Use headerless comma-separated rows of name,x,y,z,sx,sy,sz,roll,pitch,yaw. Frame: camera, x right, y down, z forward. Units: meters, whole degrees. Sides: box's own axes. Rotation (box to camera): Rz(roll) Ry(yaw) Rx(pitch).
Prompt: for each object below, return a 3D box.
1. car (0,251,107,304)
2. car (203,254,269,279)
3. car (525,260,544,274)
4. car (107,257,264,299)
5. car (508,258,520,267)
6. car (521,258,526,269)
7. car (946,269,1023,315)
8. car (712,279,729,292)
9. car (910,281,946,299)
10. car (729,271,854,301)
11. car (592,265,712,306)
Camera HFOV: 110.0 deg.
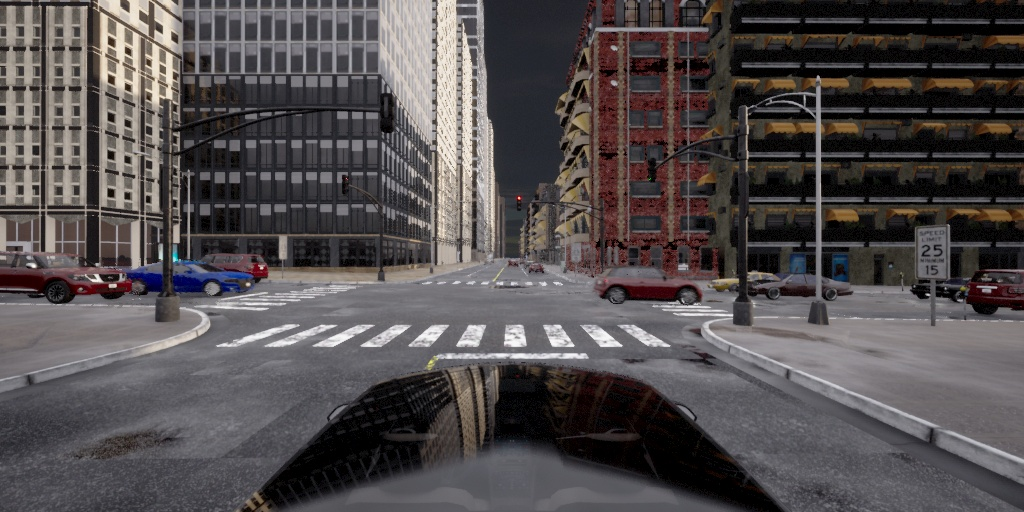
car,-17.558,0.757,13.469,5.009,1.841,2.192,0,0,0
car,-17.681,0.776,21.848,5.009,1.841,2.192,0,0,0
car,2.799,1.341,41.798,1.802,1.307,4.207,0,0,0
car,-14.523,0.983,16.200,5.008,1.535,1.882,1,0,-3
car,0.191,1.252,65.093,1.882,1.535,5.008,0,0,0
car,2.767,1.317,54.715,2.007,1.370,4.403,0,0,0
car,20.616,1.461,13.778,5.009,1.841,2.192,0,0,0
car,14.660,1.587,22.083,4.829,1.417,1.751,0,0,0
car,24.889,1.839,19.567,4.718,1.301,1.895,1,0,-1
car,15.259,1.610,19.496,5.357,1.411,2.033,1,0,0
car,6.058,1.237,16.231,4.553,1.767,2.097,1,0,0
